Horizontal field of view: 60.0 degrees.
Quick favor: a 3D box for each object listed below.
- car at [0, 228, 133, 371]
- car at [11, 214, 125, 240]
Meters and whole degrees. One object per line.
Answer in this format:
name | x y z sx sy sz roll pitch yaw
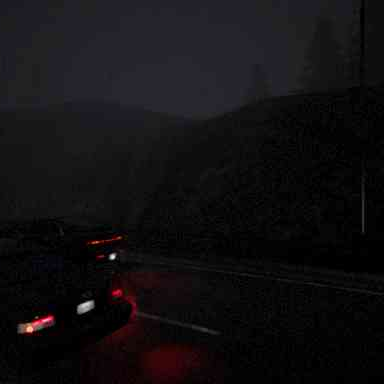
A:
car | -3.514 1.509 5.491 5.357 1.411 2.033 0 1 30
car | -4.174 1.427 9.826 4.892 1.490 1.837 0 0 29
